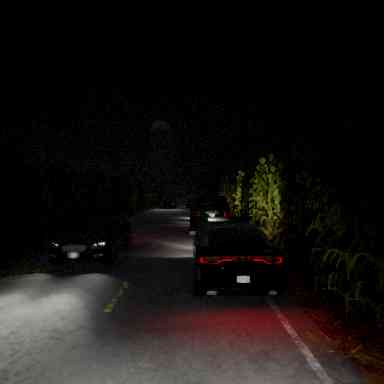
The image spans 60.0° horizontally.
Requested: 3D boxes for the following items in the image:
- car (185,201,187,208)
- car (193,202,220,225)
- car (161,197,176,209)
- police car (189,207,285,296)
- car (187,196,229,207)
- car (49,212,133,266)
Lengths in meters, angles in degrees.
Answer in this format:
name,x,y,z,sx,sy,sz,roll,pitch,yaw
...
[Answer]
name,x,y,z,sx,sy,sz,roll,pitch,yaw
car,0.025,1.547,46.780,2.033,1.411,5.357,0,0,1
car,0.965,1.526,24.688,1.812,1.442,4.674,0,0,0
car,-3.190,1.477,45.823,1.882,1.535,5.008,0,0,0
police car,0.961,1.425,8.798,1.930,1.638,5.238,0,0,0
car,0.964,1.221,18.718,2.150,2.045,5.566,0,0,0
car,-3.298,1.491,11.682,2.128,1.511,4.902,0,0,0
